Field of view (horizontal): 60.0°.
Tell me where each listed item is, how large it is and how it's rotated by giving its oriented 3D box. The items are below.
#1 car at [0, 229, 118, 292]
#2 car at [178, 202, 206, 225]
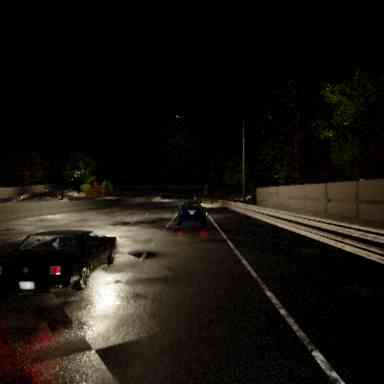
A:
[{"bbox_3d":[-3.401,1.665,9.102,1.895,1.301,4.718,0,0,0],"label":"car"},{"bbox_3d":[-0.003,1.548,26.189,2.097,1.767,4.553,0,0,0],"label":"car"}]
